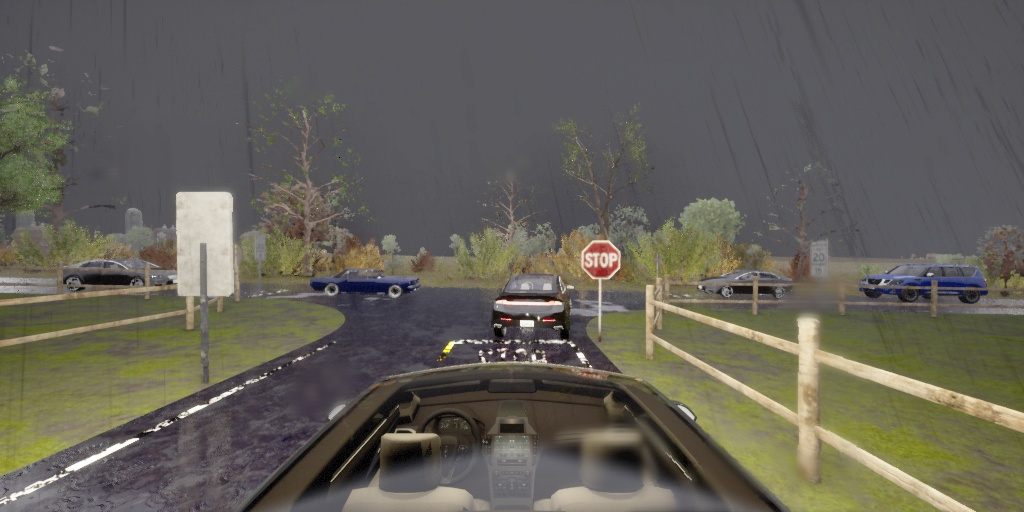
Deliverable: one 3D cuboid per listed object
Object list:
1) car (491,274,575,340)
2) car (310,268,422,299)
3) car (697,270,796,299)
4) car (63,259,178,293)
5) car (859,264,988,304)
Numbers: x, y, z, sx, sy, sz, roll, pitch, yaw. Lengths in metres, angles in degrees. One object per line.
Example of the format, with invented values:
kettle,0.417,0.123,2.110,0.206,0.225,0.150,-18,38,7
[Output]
car,0.706,1.240,10.107,2.128,1.511,4.902,0,0,9
car,-6.822,1.248,17.138,4.718,1.301,1.895,1,1,0
car,13.003,1.525,20.065,4.902,1.511,2.128,1,1,0
car,-18.490,0.885,17.154,4.902,1.511,2.128,1,1,0
car,22.899,1.466,20.054,5.566,2.045,2.150,1,1,0
